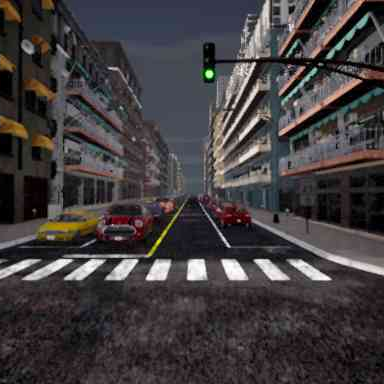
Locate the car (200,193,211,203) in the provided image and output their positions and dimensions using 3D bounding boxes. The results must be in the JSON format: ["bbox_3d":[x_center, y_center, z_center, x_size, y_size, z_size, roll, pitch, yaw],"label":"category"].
[{"bbox_3d":[3.013,1.290,69.793,2.097,1.767,4.553,0,0,0],"label":"car"}]

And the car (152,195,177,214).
[{"bbox_3d":[-3.084,1.318,35.329,2.097,1.767,4.553,0,0,0],"label":"car"}]

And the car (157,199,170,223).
[{"bbox_3d":[-3.096,1.522,25.540,2.033,1.411,5.357,0,0,0],"label":"car"}]

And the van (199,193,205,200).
[{"bbox_3d":[2.718,1.266,93.286,1.690,1.788,3.998,1,0,0],"label":"van"}]

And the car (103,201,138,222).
[{"bbox_3d":[-5.678,1.518,27.020,1.887,1.381,4.507,1,0,0],"label":"car"}]

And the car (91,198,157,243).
[{"bbox_3d":[-3.071,1.336,16.048,2.097,1.767,4.553,0,0,-1],"label":"car"}]

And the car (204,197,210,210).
[{"bbox_3d":[2.705,1.545,38.052,1.802,1.307,4.206,1,0,0],"label":"car"}]

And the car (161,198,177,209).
[{"bbox_3d":[-3.053,1.558,45.188,1.895,1.301,4.718,0,0,0],"label":"car"}]

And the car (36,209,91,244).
[{"bbox_3d":[-5.679,1.510,15.804,1.752,1.417,4.829,1,0,0],"label":"car"}]

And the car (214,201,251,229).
[{"bbox_3d":[2.702,1.523,21.481,1.887,1.381,4.507,1,0,0],"label":"car"}]

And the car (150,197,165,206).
[{"bbox_3d":[-5.673,1.501,54.638,2.008,1.369,4.403,1,0,0],"label":"car"}]

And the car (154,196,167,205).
[{"bbox_3d":[-5.672,1.490,60.161,1.887,1.381,4.507,1,0,0],"label":"car"}]

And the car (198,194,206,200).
[{"bbox_3d":[2.716,1.367,87.763,1.967,1.590,4.097,1,0,0],"label":"car"}]

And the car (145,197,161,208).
[{"bbox_3d":[-5.674,1.480,48.945,1.752,1.417,4.829,1,0,0],"label":"car"}]

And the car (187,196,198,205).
[{"bbox_3d":[0.112,1.453,57.813,1.837,1.490,4.892,0,0,0],"label":"car"}]

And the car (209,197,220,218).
[{"bbox_3d":[2.704,1.413,27.005,1.967,1.590,4.097,1,0,0],"label":"car"}]

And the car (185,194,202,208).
[{"bbox_3d":[0.107,1.433,47.544,1.882,1.535,5.008,0,0,0],"label":"car"}]

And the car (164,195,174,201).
[{"bbox_3d":[-5.667,1.481,82.255,2.008,1.369,4.403,1,0,0],"label":"car"}]
